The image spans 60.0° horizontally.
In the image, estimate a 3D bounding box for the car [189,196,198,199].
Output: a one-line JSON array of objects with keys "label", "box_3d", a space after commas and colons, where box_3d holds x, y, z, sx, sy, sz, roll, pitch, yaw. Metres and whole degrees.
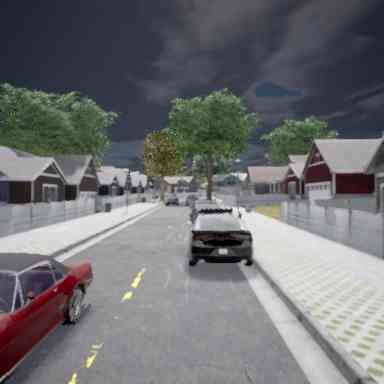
[{"label": "car", "box_3d": [0.849, 1.352, 27.341, 1.837, 1.490, 4.892, 0, 0, 0]}]

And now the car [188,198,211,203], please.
[{"label": "car", "box_3d": [0.844, 1.387, 21.340, 1.837, 1.490, 4.892, 0, 0, 0]}]

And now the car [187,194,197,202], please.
[{"label": "car", "box_3d": [0.058, 1.164, 63.642, 1.812, 1.442, 4.674, 0, 0, 0]}]

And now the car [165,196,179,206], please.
[{"label": "car", "box_3d": [-2.785, 1.275, 47.487, 2.033, 1.411, 5.357, 0, 0, 0]}]

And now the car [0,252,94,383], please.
[{"label": "car", "box_3d": [-2.846, 1.578, 4.248, 1.895, 1.301, 4.718, 0, 0, 0]}]

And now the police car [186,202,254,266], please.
[{"label": "police car", "box_3d": [0.836, 1.364, 11.446, 1.930, 1.638, 5.238, 0, 0, 0]}]

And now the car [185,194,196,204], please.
[{"label": "car", "box_3d": [0.056, 1.220, 47.515, 2.128, 1.511, 4.902, 0, 0, 0]}]
